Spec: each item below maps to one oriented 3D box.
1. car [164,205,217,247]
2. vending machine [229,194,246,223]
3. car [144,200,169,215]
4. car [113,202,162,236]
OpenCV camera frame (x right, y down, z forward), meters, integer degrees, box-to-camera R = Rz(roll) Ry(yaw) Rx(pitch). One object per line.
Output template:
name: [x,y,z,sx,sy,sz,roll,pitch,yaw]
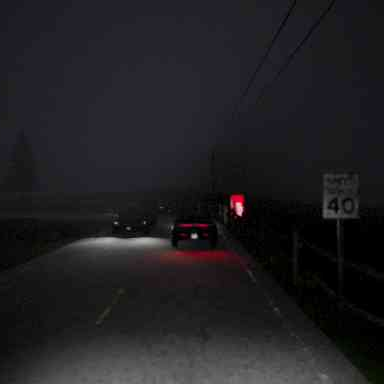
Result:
car: [0.097,1.481,15.003,2.128,1.511,4.902,0,0,0]
vending machine: [3.350,1.182,24.420,1.100,2.100,0.880,0,0,-1]
car: [-3.916,1.508,30.921,4.674,1.442,1.812,0,-1,35]
car: [-3.034,1.515,18.567,1.812,1.442,4.674,0,0,2]
